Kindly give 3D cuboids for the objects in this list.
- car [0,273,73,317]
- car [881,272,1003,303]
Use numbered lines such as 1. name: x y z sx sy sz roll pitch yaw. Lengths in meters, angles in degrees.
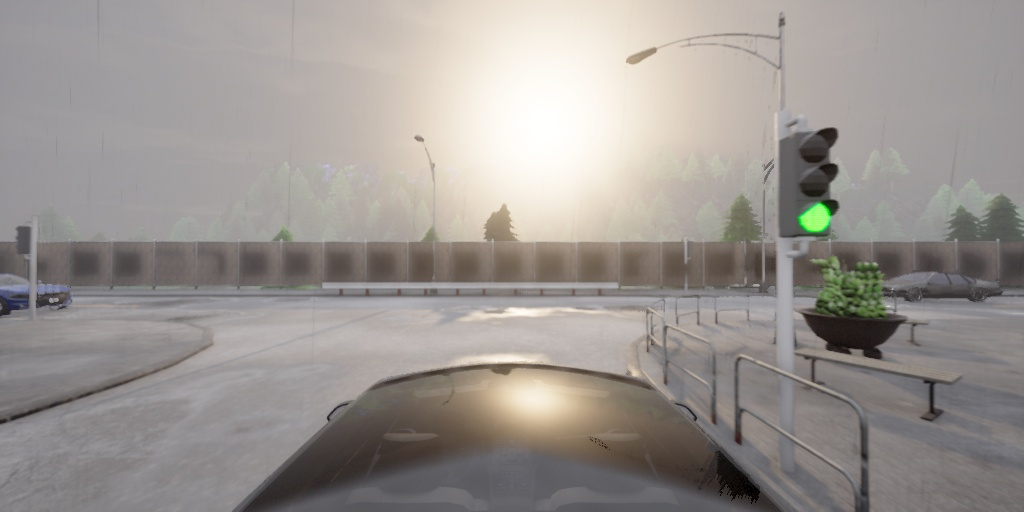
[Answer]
1. car: -19.568 1.369 13.369 5.008 1.535 1.882 0 -1 0
2. car: 20.459 1.493 17.609 5.357 1.411 2.033 0 -1 0
